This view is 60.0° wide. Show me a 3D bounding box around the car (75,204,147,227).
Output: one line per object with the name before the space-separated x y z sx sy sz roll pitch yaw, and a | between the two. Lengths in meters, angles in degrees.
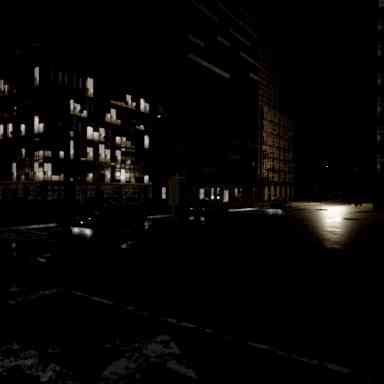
car | -5.624 1.611 23.881 2.033 1.411 5.357 1 0 37

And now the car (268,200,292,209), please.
car | 12.978 1.805 48.733 1.895 1.301 4.718 1 0 37

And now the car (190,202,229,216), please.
car | 1.814 1.721 33.864 1.895 1.301 4.718 1 0 37
